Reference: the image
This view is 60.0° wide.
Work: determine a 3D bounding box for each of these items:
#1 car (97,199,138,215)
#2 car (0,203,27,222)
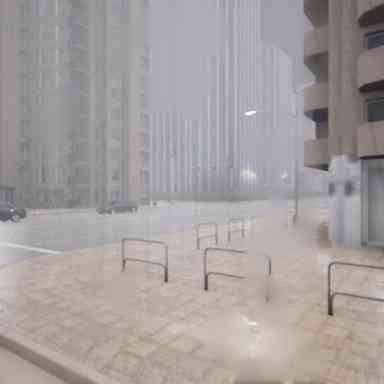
[{"bbox_3d":[-7.788,1.568,35.043,1.837,1.490,4.892,0,2,35],"label":"car"},{"bbox_3d":[-14.940,1.573,24.752,1.837,1.490,4.892,0,0,36],"label":"car"}]
